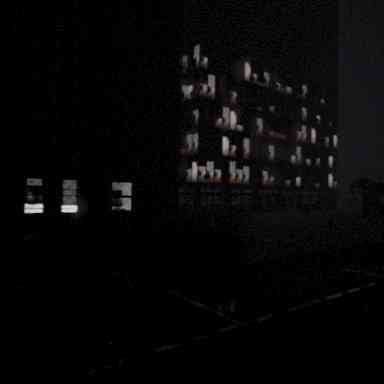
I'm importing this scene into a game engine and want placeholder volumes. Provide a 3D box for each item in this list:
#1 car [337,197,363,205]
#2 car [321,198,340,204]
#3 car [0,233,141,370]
[{"bbox_3d":[38.242,2.080,79.560,2.192,1.841,5.009,1,-1,-35],"label":"car"},{"bbox_3d":[35.052,2.231,84.102,1.967,1.590,4.097,1,-1,-35],"label":"car"},{"bbox_3d":[-2.861,1.442,4.509,4.097,1.590,1.967,1,0,-35],"label":"car"}]
